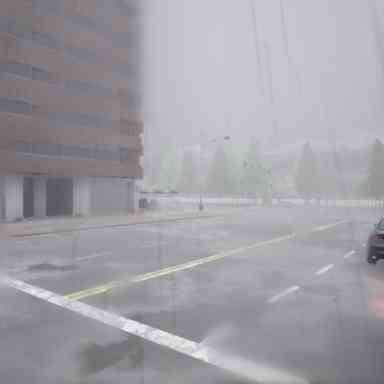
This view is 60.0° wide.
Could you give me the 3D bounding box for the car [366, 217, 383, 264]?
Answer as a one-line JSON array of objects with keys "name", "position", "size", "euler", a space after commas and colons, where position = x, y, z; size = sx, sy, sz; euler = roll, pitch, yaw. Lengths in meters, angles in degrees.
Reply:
[{"name": "car", "position": [7.120, 1.515, 10.999], "size": [1.837, 1.490, 4.892], "euler": [0, 0, 38]}]
